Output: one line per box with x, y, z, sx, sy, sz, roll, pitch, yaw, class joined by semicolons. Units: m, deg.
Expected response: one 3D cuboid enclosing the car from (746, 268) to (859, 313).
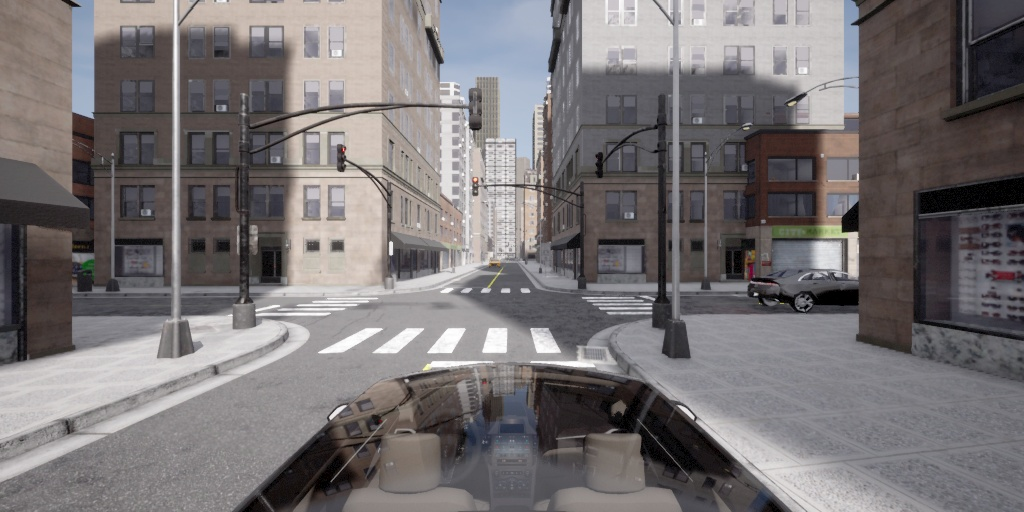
11.428;1.209;13.234;4.902;1.511;2.128;0;0;0;car

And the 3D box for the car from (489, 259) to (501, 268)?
-2.995;1.208;62.919;1.882;1.535;5.008;0;0;0;car
